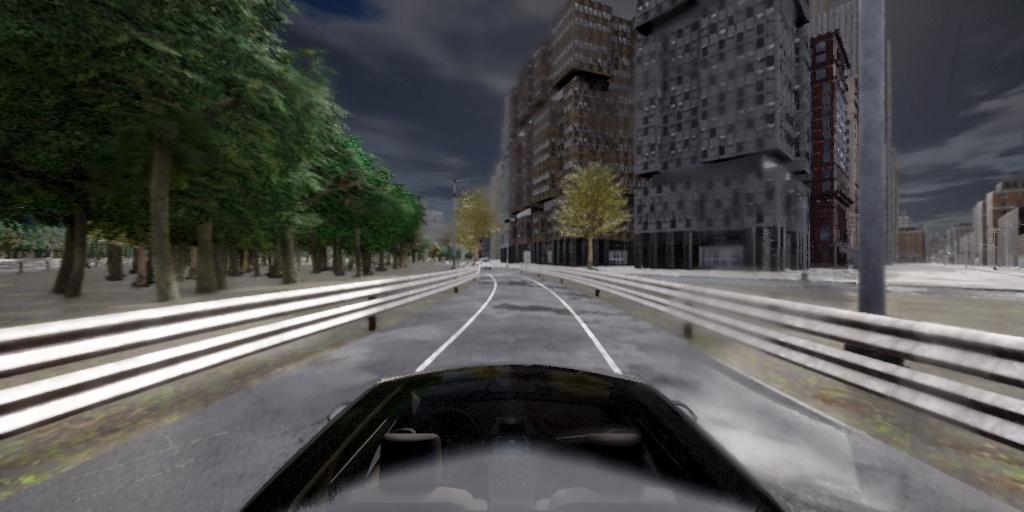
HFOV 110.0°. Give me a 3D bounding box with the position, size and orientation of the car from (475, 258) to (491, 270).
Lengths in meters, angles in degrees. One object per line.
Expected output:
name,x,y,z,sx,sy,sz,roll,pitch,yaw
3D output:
car,-5.203,1.417,64.087,2.150,2.045,5.566,0,0,-17
